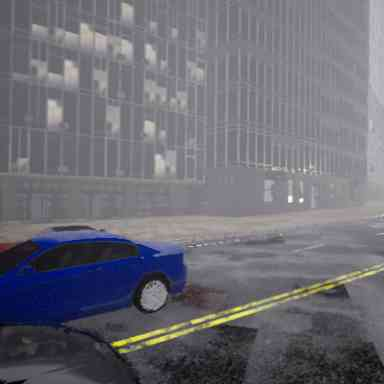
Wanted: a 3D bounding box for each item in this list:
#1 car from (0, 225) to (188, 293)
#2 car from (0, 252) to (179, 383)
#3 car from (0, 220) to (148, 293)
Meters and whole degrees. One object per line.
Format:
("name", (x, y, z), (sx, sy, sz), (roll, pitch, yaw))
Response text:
("car", (-2.407, 1.487, 6.032), (5.008, 1.535, 1.882), (0, 0, -36))
("car", (-2.600, 1.501, 1.657), (4.902, 1.511, 2.128), (0, 0, -35))
("car", (-3.741, 1.614, 9.074), (4.718, 1.301, 1.895), (0, 0, -36))
